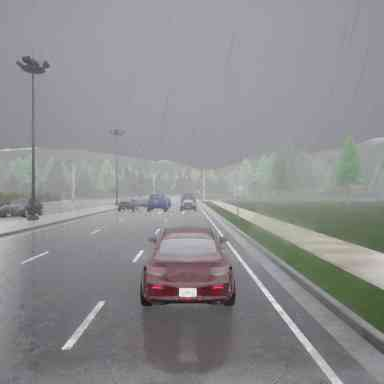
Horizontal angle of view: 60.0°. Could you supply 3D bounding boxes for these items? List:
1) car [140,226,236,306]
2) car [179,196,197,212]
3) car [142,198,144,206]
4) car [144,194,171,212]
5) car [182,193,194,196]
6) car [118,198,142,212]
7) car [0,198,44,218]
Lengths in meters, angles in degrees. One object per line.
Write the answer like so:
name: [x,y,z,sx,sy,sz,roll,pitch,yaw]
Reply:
car: [-0.094,1.526,7.899,1.812,1.442,4.674,0,0,-1]
car: [-0.441,1.526,39.275,1.812,1.442,4.674,0,0,-1]
car: [-7.561,1.564,49.478,1.994,1.385,4.181,0,0,-1]
car: [-3.937,1.221,38.902,2.150,2.045,5.566,0,0,-1]
car: [-0.561,1.221,49.341,2.150,2.045,5.566,0,0,-1]
car: [-7.440,1.505,39.129,1.837,1.490,4.892,0,0,-1]
car: [-15.341,1.352,30.153,2.097,1.767,4.553,0,0,-1]
